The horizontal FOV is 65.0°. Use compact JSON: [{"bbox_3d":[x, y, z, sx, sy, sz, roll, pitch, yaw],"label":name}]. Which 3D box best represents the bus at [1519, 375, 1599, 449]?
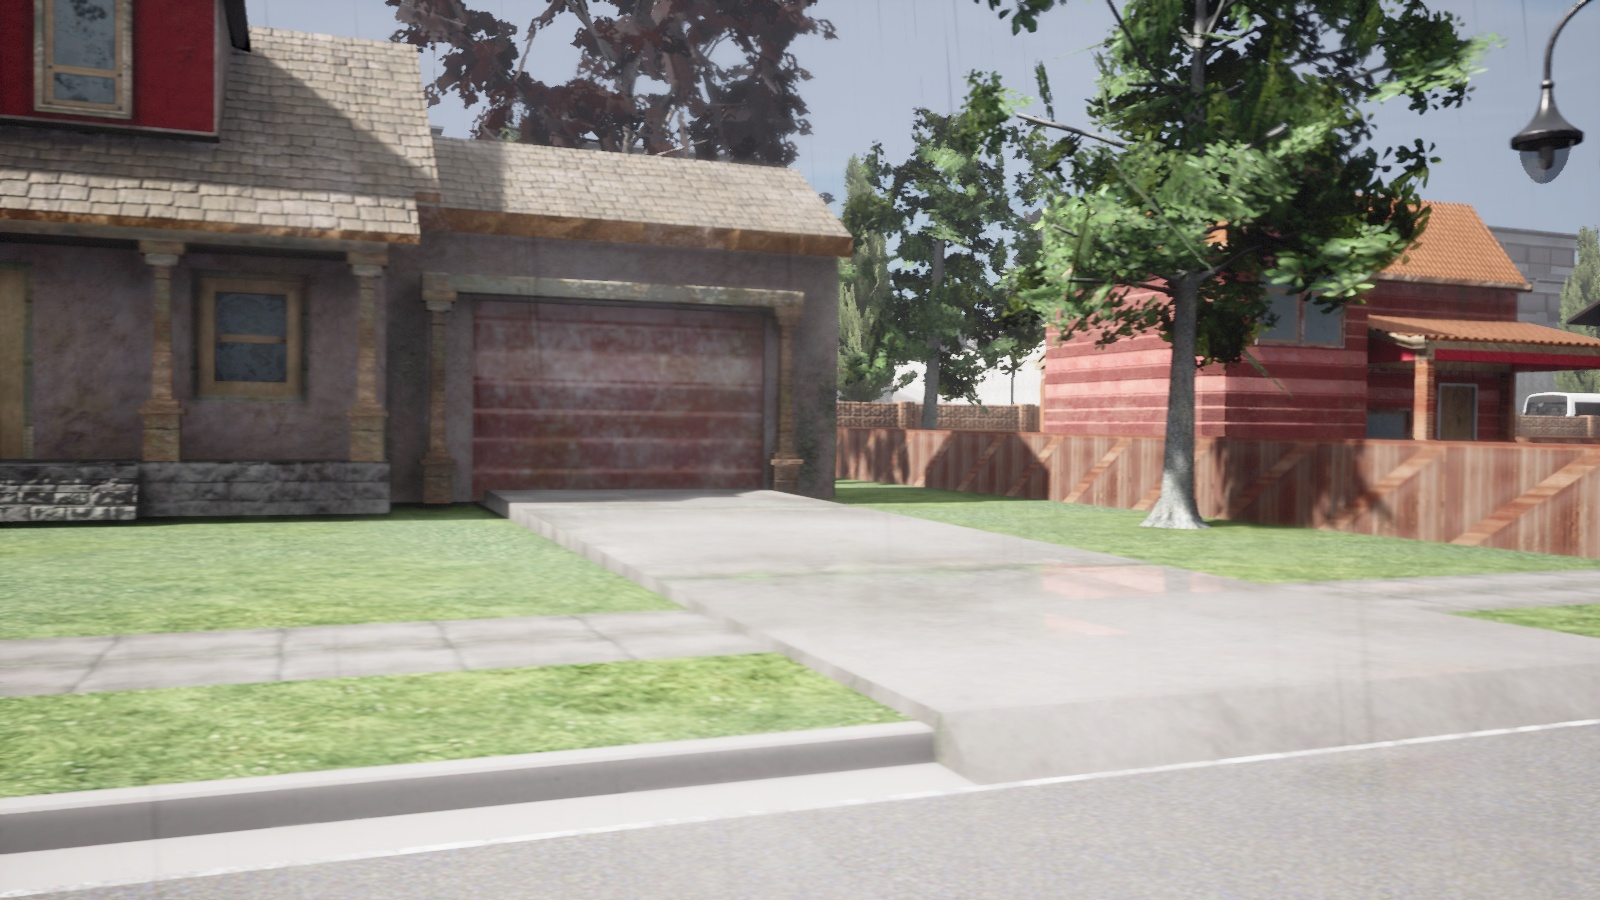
[{"bbox_3d":[49.151,-2.302,76.218,10.273,4.253,3.944,-1,1,-21],"label":"bus"}]
